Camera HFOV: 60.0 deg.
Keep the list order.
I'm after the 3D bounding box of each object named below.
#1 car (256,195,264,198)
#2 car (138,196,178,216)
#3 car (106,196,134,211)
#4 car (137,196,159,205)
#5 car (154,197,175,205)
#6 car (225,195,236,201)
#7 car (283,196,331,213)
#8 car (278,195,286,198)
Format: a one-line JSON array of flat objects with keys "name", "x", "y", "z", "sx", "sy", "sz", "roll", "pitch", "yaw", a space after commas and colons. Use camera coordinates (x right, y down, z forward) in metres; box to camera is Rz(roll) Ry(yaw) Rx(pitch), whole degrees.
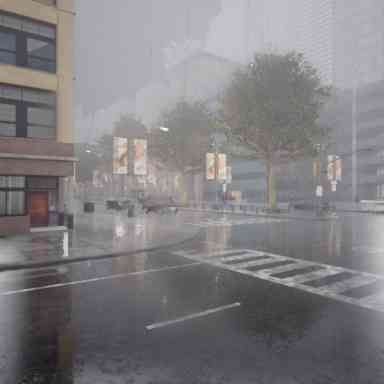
[{"name": "car", "x": 17.687, "y": 1.462, "z": 83.099, "sx": 1.895, "sy": 1.301, "sz": 4.718, "roll": 0, "pitch": 0, "yaw": -36}, {"name": "car", "x": -3.225, "y": 1.491, "z": 33.279, "sx": 2.128, "sy": 1.511, "sz": 4.902, "roll": 0, "pitch": 0, "yaw": -36}, {"name": "car", "x": -8.940, "y": 1.352, "z": 41.294, "sx": 2.097, "sy": 1.767, "sz": 4.553, "roll": 0, "pitch": 0, "yaw": -35}, {"name": "car", "x": -8.012, "y": 1.477, "z": 59.870, "sx": 1.882, "sy": 1.535, "sz": 5.008, "roll": 0, "pitch": 0, "yaw": -36}, {"name": "car", "x": -5.167, "y": 1.564, "z": 61.908, "sx": 1.994, "sy": 1.385, "sz": 4.181, "roll": 0, "pitch": 0, "yaw": -36}, {"name": "car", "x": 8.022, "y": 1.412, "z": 76.669, "sx": 2.161, "sy": 1.482, "sz": 4.786, "roll": 0, "pitch": 0, "yaw": -36}, {"name": "car", "x": 12.892, "y": 1.491, "z": 36.913, "sx": 2.128, "sy": 1.511, "sz": 4.902, "roll": 0, "pitch": 0, "yaw": -38}, {"name": "car", "x": 18.484, "y": 1.319, "z": 69.165, "sx": 2.002, "sy": 1.452, "sz": 4.674, "roll": 0, "pitch": 0, "yaw": -36}]
